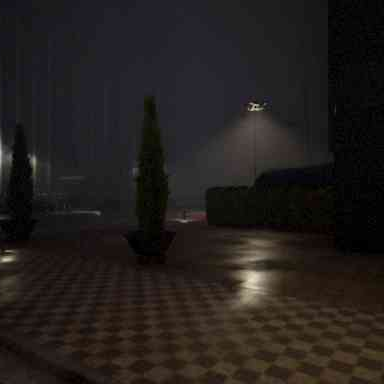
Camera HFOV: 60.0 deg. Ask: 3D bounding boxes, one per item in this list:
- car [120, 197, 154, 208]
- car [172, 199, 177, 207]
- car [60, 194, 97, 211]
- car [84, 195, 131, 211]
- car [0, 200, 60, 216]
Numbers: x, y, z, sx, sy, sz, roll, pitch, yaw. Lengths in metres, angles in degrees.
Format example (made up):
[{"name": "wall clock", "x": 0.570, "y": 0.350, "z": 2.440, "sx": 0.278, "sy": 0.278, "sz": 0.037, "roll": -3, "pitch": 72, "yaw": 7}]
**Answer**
[{"name": "car", "x": -8.099, "y": 1.491, "z": 49.650, "sx": 2.128, "sy": 1.511, "sz": 4.902, "roll": 0, "pitch": 0, "yaw": 35}, {"name": "car", "x": -4.130, "y": 1.526, "z": 49.214, "sx": 1.812, "sy": 1.442, "sz": 4.674, "roll": 0, "pitch": 0, "yaw": 35}, {"name": "car", "x": -14.091, "y": 1.221, "z": 41.069, "sx": 2.150, "sy": 2.045, "sz": 5.566, "roll": 0, "pitch": 0, "yaw": 35}, {"name": "car", "x": -10.207, "y": 1.506, "z": 40.515, "sx": 1.837, "sy": 1.490, "sz": 4.892, "roll": 0, "pitch": 0, "yaw": 35}, {"name": "car", "x": -15.878, "y": 1.505, "z": 32.366, "sx": 1.837, "sy": 1.490, "sz": 4.892, "roll": 0, "pitch": 0, "yaw": 35}]
